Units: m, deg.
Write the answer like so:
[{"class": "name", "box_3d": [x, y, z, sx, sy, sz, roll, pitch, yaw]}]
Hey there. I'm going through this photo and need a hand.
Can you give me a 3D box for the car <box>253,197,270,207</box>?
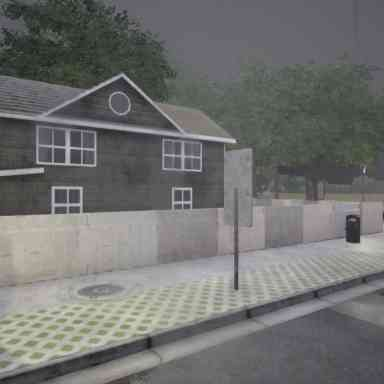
[{"class": "car", "box_3d": [6.613, 1.317, 33.051, 2.097, 1.767, 4.553, 0, 0, -35]}]
